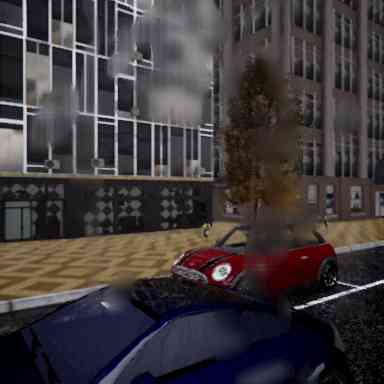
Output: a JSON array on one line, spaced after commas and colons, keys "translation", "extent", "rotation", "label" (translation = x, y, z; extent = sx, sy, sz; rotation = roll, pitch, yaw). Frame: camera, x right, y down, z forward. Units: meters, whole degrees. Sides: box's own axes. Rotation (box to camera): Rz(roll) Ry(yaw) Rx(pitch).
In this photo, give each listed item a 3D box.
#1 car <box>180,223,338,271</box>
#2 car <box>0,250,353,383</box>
[{"translation": [1.481, 1.485, 7.617], "extent": [4.097, 1.590, 1.967], "rotation": [1, -1, -35], "label": "car"}, {"translation": [-0.453, 1.574, 2.930], "extent": [4.181, 1.385, 1.994], "rotation": [1, 0, -35], "label": "car"}]
